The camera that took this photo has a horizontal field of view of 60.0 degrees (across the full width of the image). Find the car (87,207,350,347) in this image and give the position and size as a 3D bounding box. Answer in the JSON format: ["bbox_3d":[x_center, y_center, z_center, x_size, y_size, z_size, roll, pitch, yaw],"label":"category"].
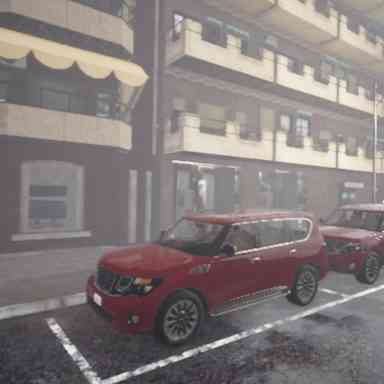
[{"bbox_3d":[0.620,1.309,6.512,5.009,1.841,2.192,0,1,-35],"label":"car"}]

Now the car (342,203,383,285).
[{"bbox_3d":[5.121,1.301,9.724,5.009,1.841,2.192,0,1,-35],"label":"car"}]
